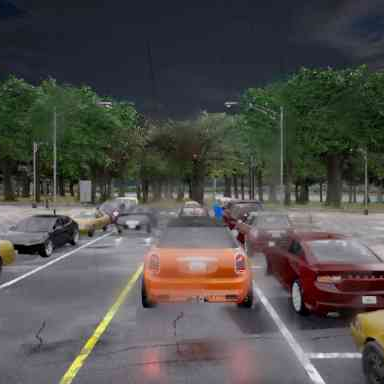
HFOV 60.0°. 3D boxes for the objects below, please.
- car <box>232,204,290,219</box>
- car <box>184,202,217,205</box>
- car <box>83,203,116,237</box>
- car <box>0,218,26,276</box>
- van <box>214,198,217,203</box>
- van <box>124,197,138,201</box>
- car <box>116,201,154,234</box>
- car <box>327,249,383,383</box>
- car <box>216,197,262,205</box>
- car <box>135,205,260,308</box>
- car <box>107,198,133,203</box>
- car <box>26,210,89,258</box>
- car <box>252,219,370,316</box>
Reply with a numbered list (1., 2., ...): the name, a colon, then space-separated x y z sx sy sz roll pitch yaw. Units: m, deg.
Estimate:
1. car: 2.769 1.447 12.851 1.967 1.590 4.097 0 0 0
2. car: 0.108 1.502 17.299 2.128 1.511 4.902 0 0 0
3. car: -5.753 1.536 18.124 1.752 1.417 4.829 0 0 0
4. car: -5.760 1.529 7.249 1.752 1.417 4.829 0 0 0
5. van: 2.775 1.356 23.726 1.690 1.788 3.998 0 0 0
6. van: -5.746 1.360 29.169 1.690 1.788 3.998 0 0 0
7. car: -3.051 1.505 19.482 2.128 1.511 4.902 0 0 0
8. car: 2.762 1.526 2.146 1.752 1.417 4.829 0 0 0
9. car: 2.772 1.326 18.289 2.192 1.841 5.009 0 0 0
10. car: 0.104 1.356 8.085 2.097 1.767 4.553 0 0 0
11. car: -5.750 1.455 23.732 1.967 1.590 4.097 0 0 0
12. car: -5.756 1.573 12.856 1.947 1.339 4.313 0 0 0
13. car: 2.765 1.549 7.414 1.887 1.381 4.507 0 0 0
